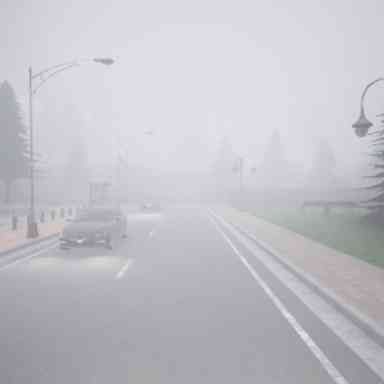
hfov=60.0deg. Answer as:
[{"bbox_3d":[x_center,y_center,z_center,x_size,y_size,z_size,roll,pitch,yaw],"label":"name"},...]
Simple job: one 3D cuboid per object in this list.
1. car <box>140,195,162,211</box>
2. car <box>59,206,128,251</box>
[{"bbox_3d":[-4.105,1.114,33.908,2.128,1.511,4.902,-1,1,-1],"label":"car"},{"bbox_3d":[-3.824,1.375,13.627,1.837,1.490,4.892,-1,1,-1],"label":"car"}]
